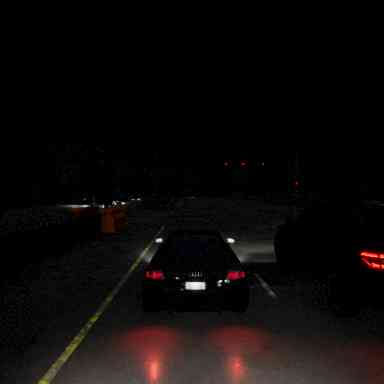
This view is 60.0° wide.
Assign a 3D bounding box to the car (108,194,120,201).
[{"bbox_3d":[-17.897,1.256,76.709,1.812,1.442,4.674,0,0,0],"label":"car"}]

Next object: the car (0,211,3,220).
[{"bbox_3d":[-14.166,1.579,21.118,1.895,1.301,4.718,0,0,0],"label":"car"}]

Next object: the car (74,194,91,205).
[{"bbox_3d":[-17.853,1.180,54.946,2.097,1.767,4.553,0,0,0],"label":"car"}]

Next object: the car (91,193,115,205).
[{"bbox_3d":[-14.346,1.337,53.987,1.837,1.490,4.892,0,0,0],"label":"car"}]

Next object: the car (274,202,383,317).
[{"bbox_3d":[3.589,1.221,7.598,2.150,2.045,5.566,0,0,-2],"label":"car"}]

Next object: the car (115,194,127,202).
[{"bbox_3d":[-14.345,1.299,67.327,1.812,1.442,4.674,0,0,0],"label":"car"}]

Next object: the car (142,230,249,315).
[{"bbox_3d":[0.067,1.563,7.668,1.994,1.385,4.181,0,0,0],"label":"car"}]

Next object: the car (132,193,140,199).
[{"bbox_3d":[-15.715,1.013,93.367,2.097,1.767,4.553,0,0,-11],"label":"car"}]
